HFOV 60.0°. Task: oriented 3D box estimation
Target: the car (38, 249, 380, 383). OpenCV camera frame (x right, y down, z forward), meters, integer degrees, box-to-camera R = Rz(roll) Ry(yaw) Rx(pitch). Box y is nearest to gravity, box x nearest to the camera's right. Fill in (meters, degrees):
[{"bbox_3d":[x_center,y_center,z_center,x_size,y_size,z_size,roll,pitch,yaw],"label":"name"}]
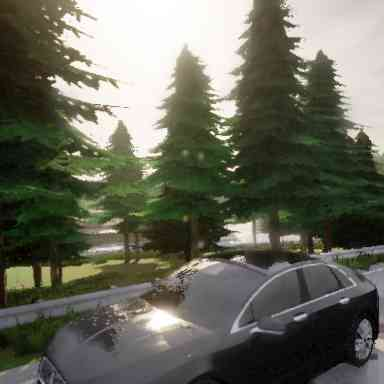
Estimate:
[{"bbox_3d":[0.680,1.586,4.324,4.892,1.490,1.837,3,-2,-39],"label":"car"}]
